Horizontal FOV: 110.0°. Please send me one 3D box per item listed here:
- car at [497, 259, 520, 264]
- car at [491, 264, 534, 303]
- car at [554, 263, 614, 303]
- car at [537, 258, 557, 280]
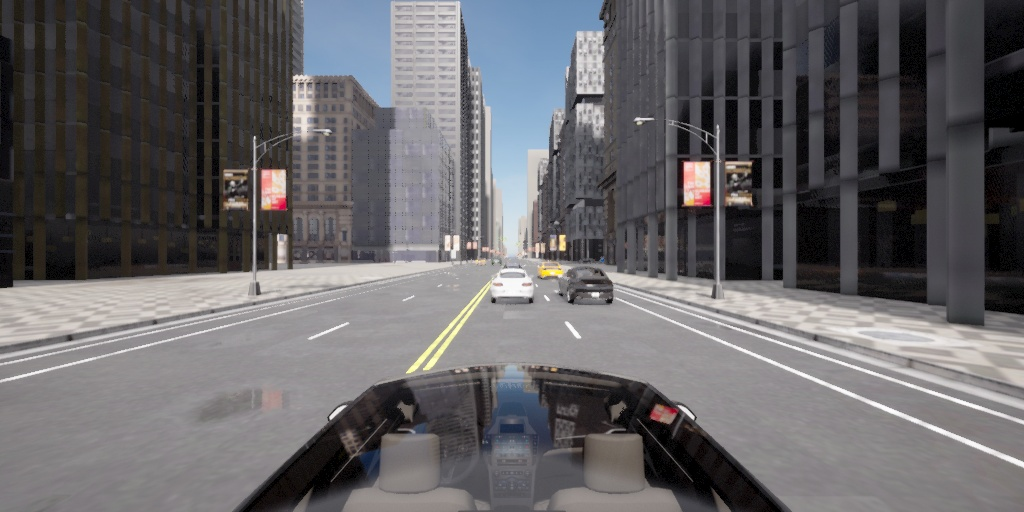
[{"bbox_3d":[0.045,1.244,31.461,2.128,1.511,4.902,0,0,0],"label":"car"},{"bbox_3d":[0.022,1.281,16.461,1.812,1.442,4.674,0,0,0],"label":"car"},{"bbox_3d":[3.272,1.265,16.455,1.837,1.490,4.892,0,0,0],"label":"car"},{"bbox_3d":[3.295,1.234,31.455,1.882,1.535,5.008,0,0,0],"label":"car"}]
